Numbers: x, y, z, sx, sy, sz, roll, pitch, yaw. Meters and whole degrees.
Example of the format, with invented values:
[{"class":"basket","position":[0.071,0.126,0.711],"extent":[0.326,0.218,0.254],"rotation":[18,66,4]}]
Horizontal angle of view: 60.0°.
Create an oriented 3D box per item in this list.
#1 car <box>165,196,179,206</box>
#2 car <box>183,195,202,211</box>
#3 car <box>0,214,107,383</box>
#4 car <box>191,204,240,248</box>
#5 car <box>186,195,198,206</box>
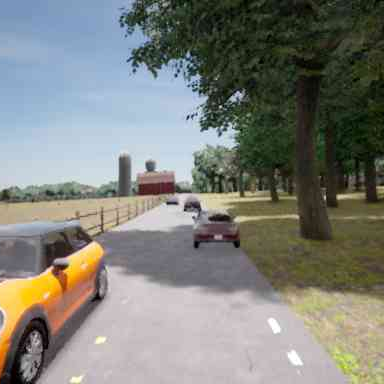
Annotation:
[{"class":"car","position":[-2.819,1.243,48.650],"extent":[2.033,1.411,5.357],"rotation":[0,1,0]},{"class":"car","position":[0.035,1.314,36.923],"extent":[1.837,1.490,4.892],"rotation":[0,1,0]},{"class":"car","position":[-2.849,1.336,5.185],"extent":[2.097,1.767,4.553],"rotation":[0,0,0]},{"class":"car","position":[0.963,1.475,14.435],"extent":[1.812,1.442,4.674],"rotation":[0,0,0]},{"class":"car","position":[0.008,1.212,49.521],"extent":[1.812,1.442,4.674],"rotation":[0,1,0]}]
